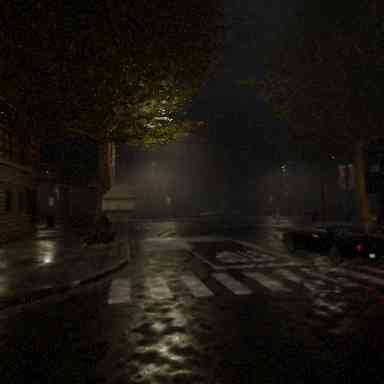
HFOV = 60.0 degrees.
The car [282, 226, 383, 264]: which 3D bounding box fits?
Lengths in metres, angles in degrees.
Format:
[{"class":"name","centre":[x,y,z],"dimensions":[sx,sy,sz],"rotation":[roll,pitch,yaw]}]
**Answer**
[{"class":"car","centre":[5.759,2.053,13.911],"dimensions":[1.895,1.301,4.718],"rotation":[0,-2,-17]}]

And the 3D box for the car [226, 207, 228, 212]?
[{"class":"car","centre":[9.455,4.203,81.119],"dimensions":[4.674,1.452,2.002],"rotation":[0,-2,-11]}]

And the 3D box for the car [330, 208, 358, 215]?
[{"class":"car","centre":[27.812,3.504,60.759],"dimensions":[4.718,1.301,1.895],"rotation":[0,-2,-11]}]
